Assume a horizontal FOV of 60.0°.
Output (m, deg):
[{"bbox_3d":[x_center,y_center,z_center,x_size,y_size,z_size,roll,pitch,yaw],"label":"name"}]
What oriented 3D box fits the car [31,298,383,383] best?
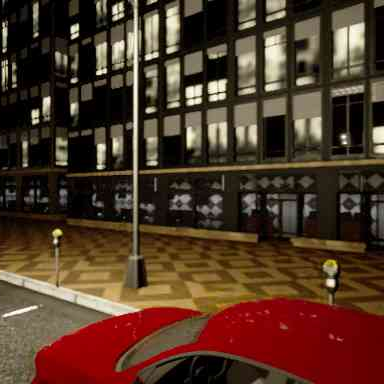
[{"bbox_3d":[0.581,1.545,2.457,4.507,1.381,1.887,0,0,35],"label":"car"}]
